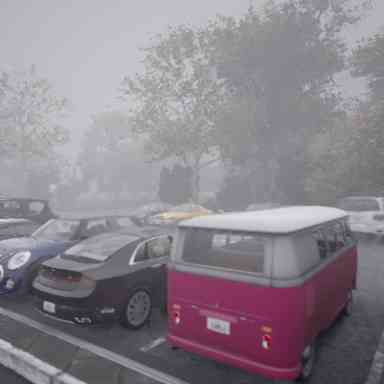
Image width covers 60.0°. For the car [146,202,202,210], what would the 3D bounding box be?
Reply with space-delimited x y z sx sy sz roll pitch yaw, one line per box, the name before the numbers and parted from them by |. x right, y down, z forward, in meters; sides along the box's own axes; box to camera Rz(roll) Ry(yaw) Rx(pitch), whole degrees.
car | -0.520 1.519 22.728 1.946 1.575 5.366 0 0 35

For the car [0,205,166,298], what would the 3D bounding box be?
car | -3.068 1.383 8.762 2.185 1.767 4.553 0 0 35

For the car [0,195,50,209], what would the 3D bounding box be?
car | -7.675 1.270 11.959 2.435 2.045 5.566 0 0 35

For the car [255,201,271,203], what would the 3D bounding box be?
car | 4.131 1.385 19.692 2.185 1.767 4.553 0 0 35

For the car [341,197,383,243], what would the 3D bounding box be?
car | 8.658 1.247 16.477 2.435 2.045 5.566 0 0 35

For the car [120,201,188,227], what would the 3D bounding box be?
car | -2.674 1.530 24.490 2.231 1.521 4.892 0 0 35

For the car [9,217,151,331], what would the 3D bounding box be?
car | -0.804 1.504 7.109 2.231 1.521 4.892 0 0 35

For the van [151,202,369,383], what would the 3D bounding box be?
van | 1.553 1.271 5.587 1.878 1.987 4.442 0 0 35
